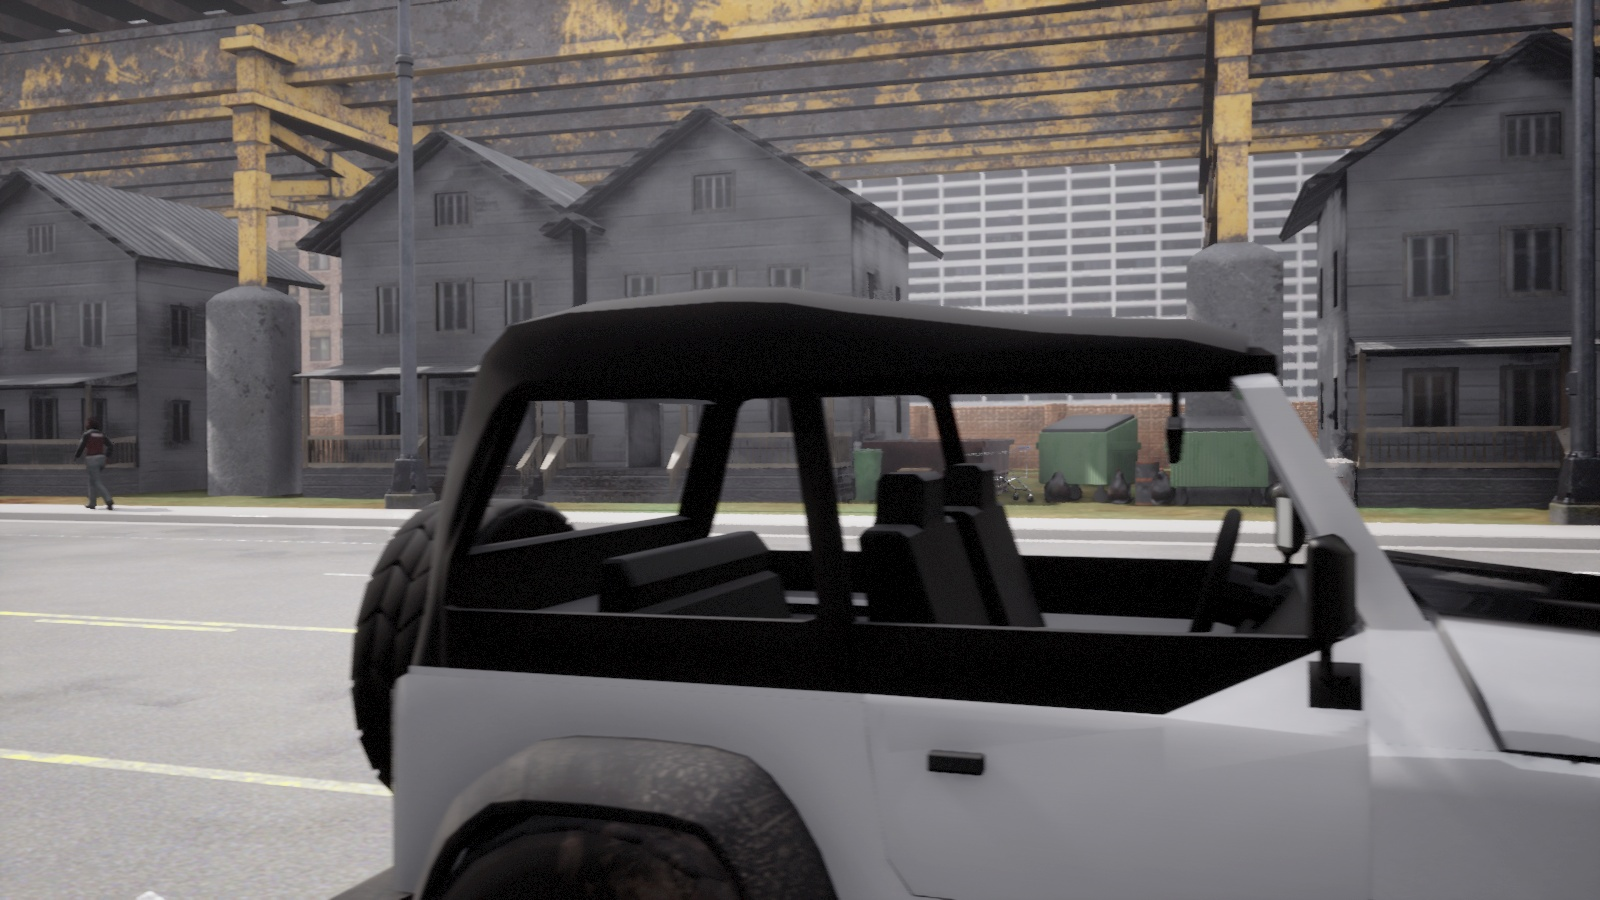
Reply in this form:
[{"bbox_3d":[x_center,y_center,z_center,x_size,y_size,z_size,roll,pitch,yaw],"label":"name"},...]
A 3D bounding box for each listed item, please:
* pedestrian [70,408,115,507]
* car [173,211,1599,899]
[{"bbox_3d":[-13.911,0.147,24.699,0.666,1.930,0.402,0,1,16],"label":"pedestrian"},{"bbox_3d":[0.823,0.583,2.920,3.866,1.878,1.905,0,1,19],"label":"car"}]
